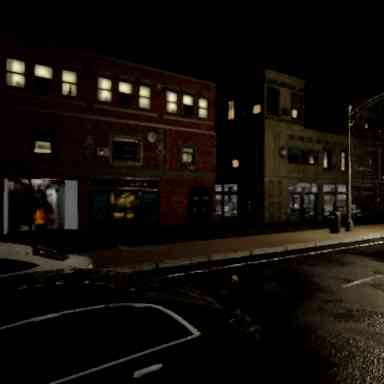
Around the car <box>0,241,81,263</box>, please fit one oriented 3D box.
[{"bbox_3d":[-3.766,1.522,4.993,4.674,1.442,1.812,1,0,-36],"label":"car"}]

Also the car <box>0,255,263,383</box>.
[{"bbox_3d":[-1.568,1.506,2.568,4.892,1.490,1.837,1,0,-36],"label":"car"}]
